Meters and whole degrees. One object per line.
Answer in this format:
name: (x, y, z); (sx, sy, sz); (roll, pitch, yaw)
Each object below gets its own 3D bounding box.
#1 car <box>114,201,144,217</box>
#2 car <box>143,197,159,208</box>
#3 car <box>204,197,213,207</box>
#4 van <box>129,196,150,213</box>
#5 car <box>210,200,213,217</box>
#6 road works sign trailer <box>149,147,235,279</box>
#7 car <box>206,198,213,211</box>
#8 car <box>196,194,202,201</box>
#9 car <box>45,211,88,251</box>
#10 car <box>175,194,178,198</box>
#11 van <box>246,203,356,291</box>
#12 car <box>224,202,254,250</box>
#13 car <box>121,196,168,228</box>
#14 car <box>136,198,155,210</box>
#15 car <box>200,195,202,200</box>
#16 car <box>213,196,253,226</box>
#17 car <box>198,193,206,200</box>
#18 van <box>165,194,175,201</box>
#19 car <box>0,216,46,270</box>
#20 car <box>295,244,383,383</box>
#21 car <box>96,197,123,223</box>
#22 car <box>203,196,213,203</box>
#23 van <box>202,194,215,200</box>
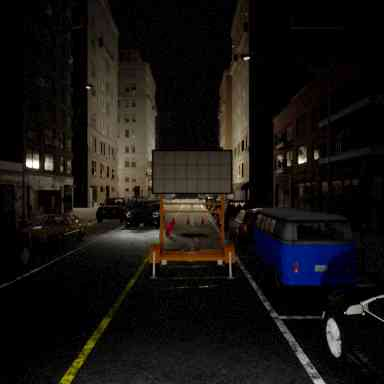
car: (-5.840, 1.545, 31.387); (2.008, 1.369, 4.403); (0, 0, 0)
car: (-5.830, 1.509, 48.223); (1.752, 1.417, 4.829); (0, 0, 0)
car: (2.689, 1.544, 37.064); (2.008, 1.369, 4.403); (0, 0, 0)
van: (-5.837, 1.334, 37.055); (1.690, 1.788, 3.998); (0, 0, 0)
car: (2.682, 1.561, 25.726); (1.947, 1.339, 4.313); (0, 0, 0)
road works sign trailer: (0.005, 0.463, 10.030); (2.380, 3.560, 2.880); (0, 0, 0)
car: (2.685, 1.560, 31.395); (1.947, 1.339, 4.313); (0, 0, 0)
car: (2.716, 1.380, 81.269); (1.967, 1.590, 4.097); (0, 0, 0)
car: (-5.851, 1.524, 14.212); (1.752, 1.417, 4.829); (0, 0, 0)
car: (-5.803, 1.237, 92.429); (2.192, 1.841, 5.009); (0, 0, 0)
van: (2.672, 1.340, 8.718); (1.690, 1.788, 3.998); (0, 0, 0)
car: (2.675, 1.438, 14.387); (1.967, 1.590, 4.097); (0, 0, 0)
car: (-2.988, 1.348, 21.867); (2.097, 1.767, 4.553); (0, 0, 0)
car: (-5.833, 1.515, 42.554); (1.752, 1.417, 4.829); (0, 0, 0)
car: (2.699, 1.501, 54.243); (1.752, 1.417, 4.829); (0, 0, 0)
car: (2.678, 1.312, 20.056); (2.192, 1.841, 5.009); (0, 0, 0)
car: (2.722, 1.236, 92.439); (2.192, 1.841, 5.009); (0, 0, 0)
van: (-5.810, 1.281, 81.256); (1.690, 1.788, 3.998); (0, 0, 0)
car: (-5.854, 1.544, 8.714); (1.887, 1.381, 4.507); (0, 0, 0)
car: (2.669, 1.551, 3.049); (2.008, 1.369, 4.403); (0, 0, 0)
car: (-5.844, 1.311, 25.719); (2.192, 1.841, 5.009); (0, 0, 0)
car: (2.692, 1.571, 42.734); (1.802, 1.307, 4.206); (0, 0, 0)
van: (2.696, 1.324, 48.404); (1.690, 1.788, 3.998); (0, 0, 0)
